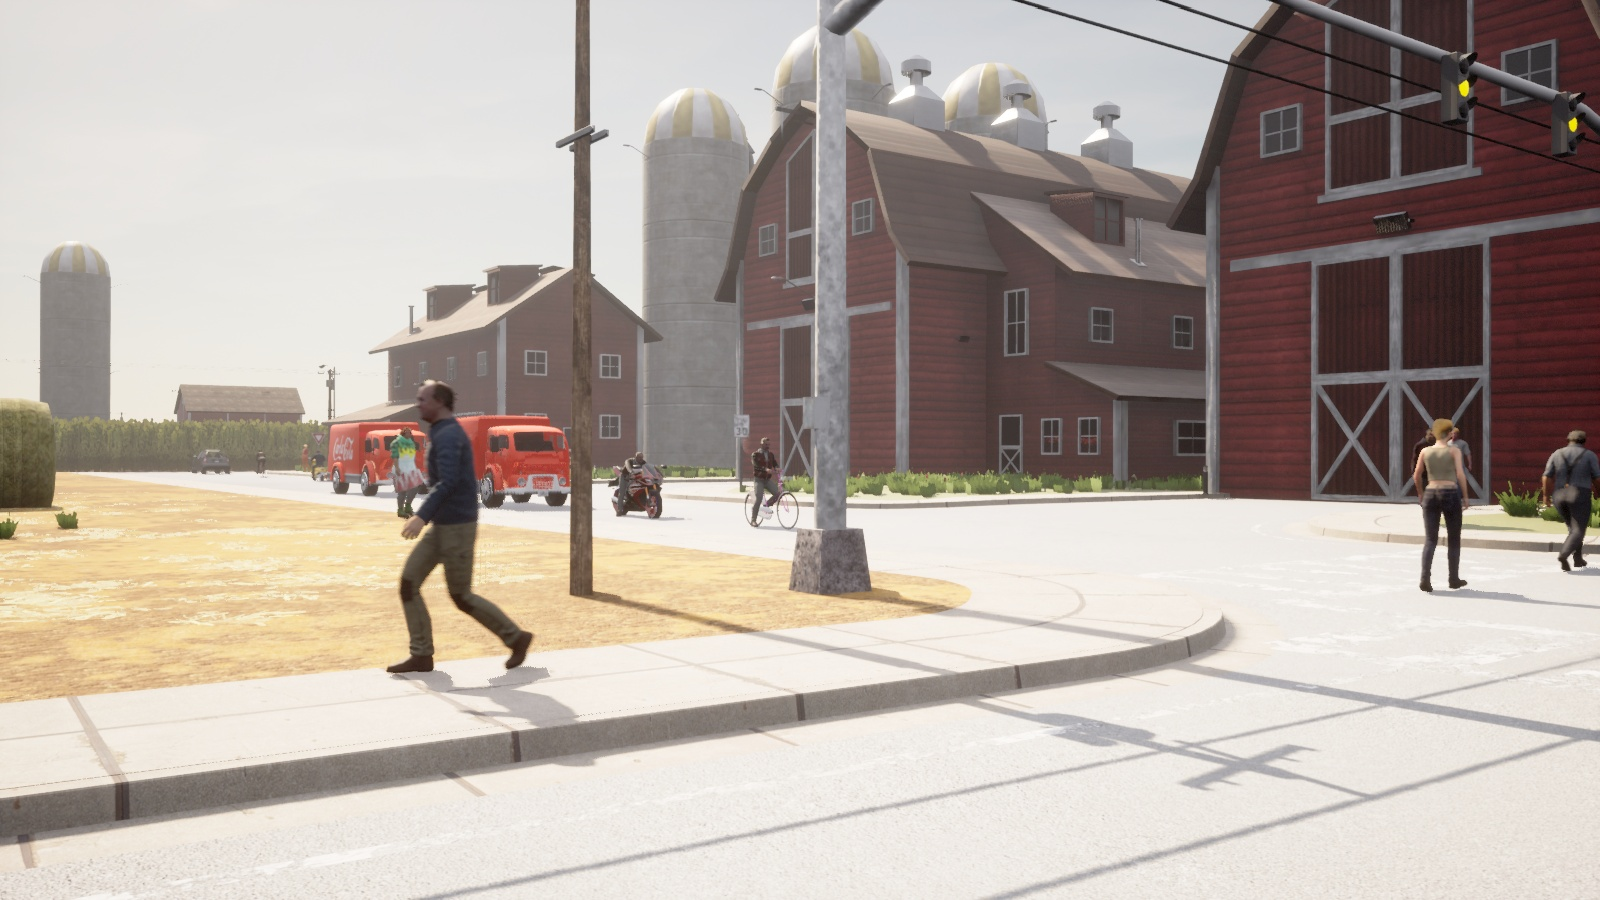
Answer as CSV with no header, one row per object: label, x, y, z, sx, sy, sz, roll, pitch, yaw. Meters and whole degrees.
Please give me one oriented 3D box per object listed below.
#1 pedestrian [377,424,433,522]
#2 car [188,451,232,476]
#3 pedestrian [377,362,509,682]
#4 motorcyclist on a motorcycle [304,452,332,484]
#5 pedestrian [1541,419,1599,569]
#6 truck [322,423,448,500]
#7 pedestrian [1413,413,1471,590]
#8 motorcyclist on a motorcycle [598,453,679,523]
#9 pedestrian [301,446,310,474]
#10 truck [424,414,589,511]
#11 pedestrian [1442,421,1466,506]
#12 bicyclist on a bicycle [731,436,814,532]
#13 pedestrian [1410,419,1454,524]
pedestrian,-7.961,0.455,25.333,0.873,1.952,0.659,0,0,30
car,-39.392,0.908,83.815,1.851,1.617,3.988,0,0,-38
pedestrian,-2.151,0.416,7.551,0.726,1.842,0.402,0,0,-21
motorcyclist on a motorcycle,-24.126,0.876,62.808,0.866,1.590,1.817,0,0,-36
pedestrian,9.837,0.538,15.898,0.694,1.848,0.540,0,0,-36
truck,-14.410,0.349,43.388,2.627,2.467,5.204,-1,1,-36
pedestrian,6.837,0.538,13.370,0.594,1.836,0.345,0,0,-40
motorcyclist on a motorcycle,-3.696,0.831,28.585,0.866,1.530,2.191,0,0,-36
pedestrian,-31.808,0.645,80.784,0.594,1.836,0.345,0,0,43
truck,-8.225,0.334,34.843,2.627,2.467,5.204,0,0,-36
pedestrian,14.332,0.294,27.509,0.354,1.836,0.706,0,0,36
bicyclist on a bicycle,-0.547,0.644,24.227,0.659,1.776,1.843,0,-1,-36
pedestrian,11.373,0.372,22.620,0.634,1.844,0.899,0,0,22
